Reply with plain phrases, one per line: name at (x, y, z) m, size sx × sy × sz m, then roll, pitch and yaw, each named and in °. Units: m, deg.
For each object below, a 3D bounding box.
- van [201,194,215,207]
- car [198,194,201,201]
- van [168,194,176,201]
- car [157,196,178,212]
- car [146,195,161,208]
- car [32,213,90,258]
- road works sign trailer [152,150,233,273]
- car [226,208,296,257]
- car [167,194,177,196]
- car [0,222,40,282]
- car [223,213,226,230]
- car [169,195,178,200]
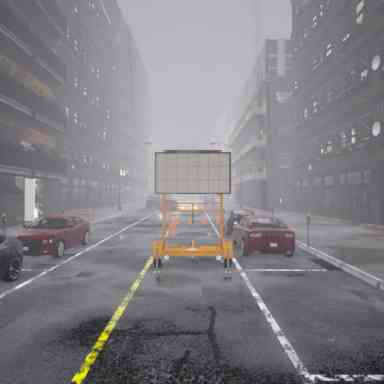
van at (2.692, 1.351, 52.480) m, size 1.690 × 1.788 × 3.998 m, roll 1°, pitch 0°, yaw 0°
car at (2.766, 1.333, 86.505) m, size 2.192 × 1.841 × 5.009 m, roll 1°, pitch 0°, yaw 0°
van at (-5.115, 1.359, 86.493) m, size 1.690 × 1.788 × 3.998 m, roll 1°, pitch 0°, yaw 0°
car at (-2.666, 1.533, 38.401) m, size 1.812 × 1.442 × 4.674 m, roll 0°, pitch 0°, yaw 0°
car at (-5.201, 1.324, 46.796) m, size 2.192 × 1.841 × 5.009 m, roll 1°, pitch 0°, yaw 0°
car at (-5.278, 1.547, 12.771) m, size 1.887 × 1.381 × 4.507 m, roll 1°, pitch 0°, yaw 0°
road works sign trailer at (0.028, 0.467, 10.636) m, size 2.380 × 3.560 × 2.880 m, roll 0°, pitch 0°, yaw 0°
car at (2.602, 1.547, 12.784) m, size 1.887 × 1.381 × 4.507 m, roll 1°, pitch 0°, yaw 0°
car at (-5.139, 1.330, 75.151) m, size 2.192 × 1.841 × 5.009 m, roll 1°, pitch 0°, yaw 0°
car at (-5.291, 1.567, 7.100) m, size 1.947 × 1.339 × 4.313 m, roll 1°, pitch 0°, yaw 0°
car at (2.615, 1.555, 18.455) m, size 2.008 × 1.369 × 4.403 m, roll 1°, pitch 0°, yaw 0°
car at (-5.105, 1.570, 92.163) m, size 2.008 × 1.369 × 4.403 m, roll 1°, pitch 0°, yaw 0°
